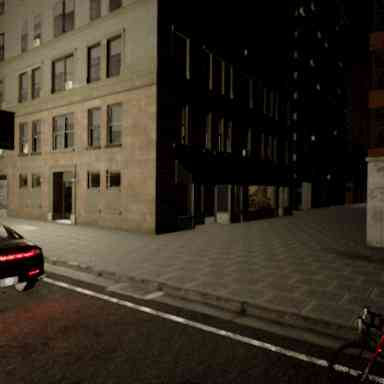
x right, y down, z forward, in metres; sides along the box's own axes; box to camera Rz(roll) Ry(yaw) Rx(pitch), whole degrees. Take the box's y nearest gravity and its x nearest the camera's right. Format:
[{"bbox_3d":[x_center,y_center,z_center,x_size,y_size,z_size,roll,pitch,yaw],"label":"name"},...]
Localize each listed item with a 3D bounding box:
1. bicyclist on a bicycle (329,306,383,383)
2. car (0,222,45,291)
[{"bbox_3d":[2.155,1.453,3.120,1.656,1.620,0.582,1,1,35],"label":"bicyclist on a bicycle"},{"bbox_3d":[-5.229,1.355,7.394,4.902,1.511,2.128,1,1,36],"label":"car"}]
